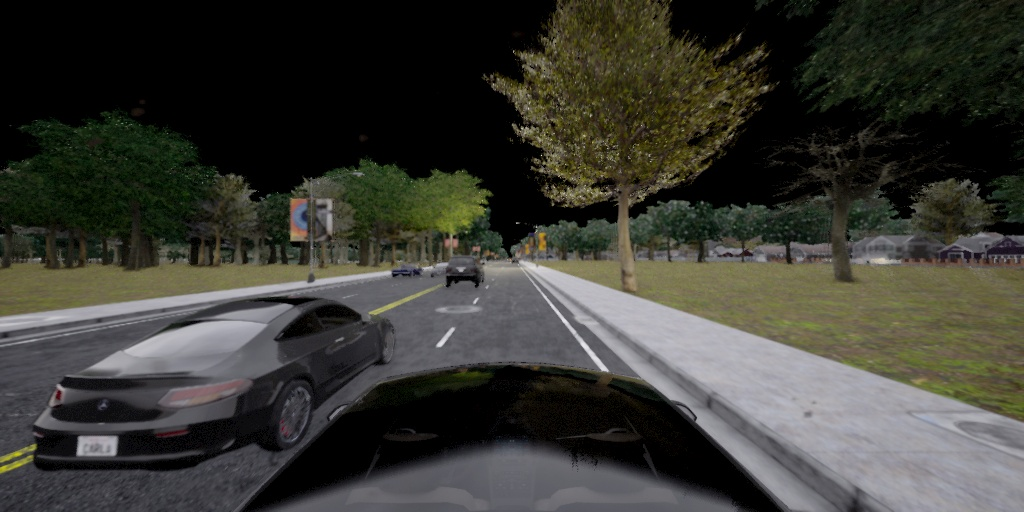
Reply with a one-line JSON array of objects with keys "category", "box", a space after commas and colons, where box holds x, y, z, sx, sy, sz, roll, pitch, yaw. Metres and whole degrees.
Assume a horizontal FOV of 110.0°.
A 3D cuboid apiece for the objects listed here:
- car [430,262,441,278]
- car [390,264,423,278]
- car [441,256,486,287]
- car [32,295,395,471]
[{"category": "car", "box": [-6.589, 1.320, 34.715, 1.812, 1.442, 4.674, 0, 0, 0]}, {"category": "car", "box": [-9.842, 1.395, 33.851, 1.895, 1.301, 4.718, 0, 0, 0]}, {"category": "car", "box": [-3.148, 1.000, 24.804, 2.150, 2.045, 5.566, 0, 0, 0]}, {"category": "car", "box": [-3.149, 1.280, 5.026, 1.812, 1.442, 4.674, 0, 0, 0]}]
